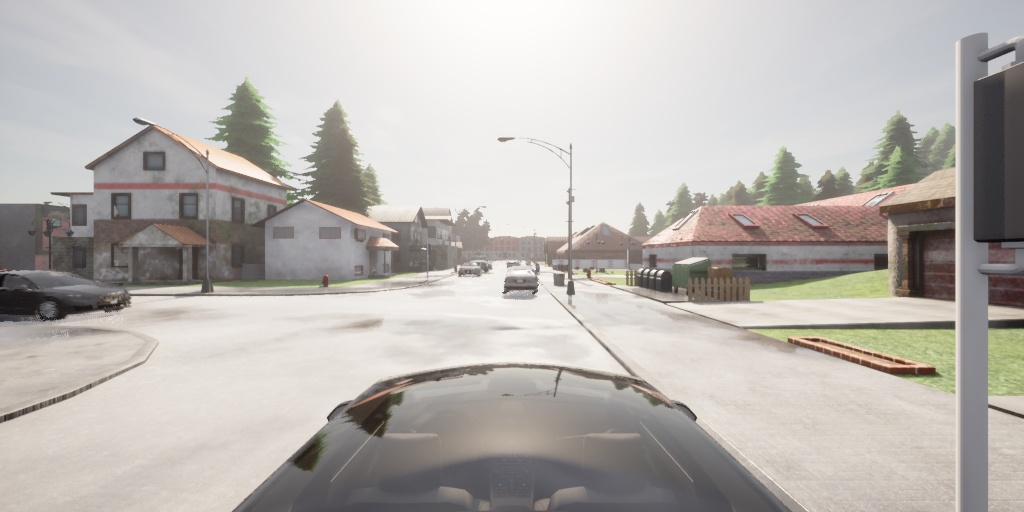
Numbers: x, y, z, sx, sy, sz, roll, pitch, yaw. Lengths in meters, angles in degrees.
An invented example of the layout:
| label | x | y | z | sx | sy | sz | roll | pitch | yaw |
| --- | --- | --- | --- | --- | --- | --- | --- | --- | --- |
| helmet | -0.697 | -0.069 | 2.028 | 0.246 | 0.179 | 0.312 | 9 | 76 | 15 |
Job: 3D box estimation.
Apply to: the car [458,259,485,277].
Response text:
| label | x | y | z | sx | sy | sz | roll | pitch | yaw |
| --- | --- | --- | --- | --- | --- | --- | --- | --- | --- |
| car | -4.090 | 1.314 | 35.432 | 1.994 | 1.385 | 4.181 | 0 | 0 | 0 |

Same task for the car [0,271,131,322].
| label | x | y | z | sx | sy | sz | roll | pitch | yaw |
| --- | --- | --- | --- | --- | --- | --- | --- | --- | --- |
| car | -15.501 | 1.255 | 11.770 | 4.892 | 1.490 | 1.837 | 0 | 0 | 0 |

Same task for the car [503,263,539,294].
| label | x | y | z | sx | sy | sz | roll | pitch | yaw |
| --- | --- | --- | --- | --- | --- | --- | --- | --- | --- |
| car | 0.508 | 1.297 | 20.175 | 2.033 | 1.411 | 5.357 | 0 | 0 | 3 |

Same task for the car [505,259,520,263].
| label | x | y | z | sx | sy | sz | roll | pitch | yaw |
| --- | --- | --- | --- | --- | --- | --- | --- | --- | --- |
| car | 0.112 | 1.241 | 52.224 | 2.128 | 1.511 | 4.902 | 0 | 0 | 0 |

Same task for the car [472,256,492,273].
| label | x | y | z | sx | sy | sz | roll | pitch | yaw |
| --- | --- | --- | --- | --- | --- | --- | --- | --- | --- |
| car | -4.088 | 0.971 | 44.579 | 2.150 | 2.045 | 5.566 | 0 | 0 | 0 |

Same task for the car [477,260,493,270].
| label | x | y | z | sx | sy | sz | roll | pitch | yaw |
| --- | --- | --- | --- | --- | --- | --- | --- | --- | --- |
| car | -4.063 | 1.314 | 54.518 | 1.994 | 1.385 | 4.181 | 0 | 0 | 0 |
